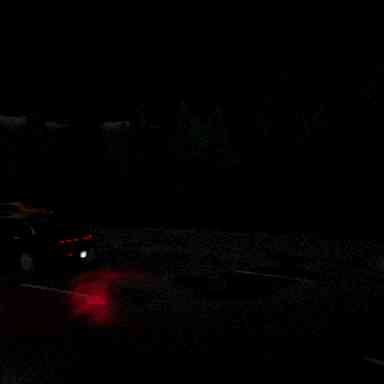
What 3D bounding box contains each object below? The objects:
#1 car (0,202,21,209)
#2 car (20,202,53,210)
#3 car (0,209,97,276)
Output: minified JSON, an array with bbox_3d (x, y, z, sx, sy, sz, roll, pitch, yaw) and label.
[{"bbox_3d":[-11.076,1.374,15.749,4.902,1.511,2.128,0,0,14],"label":"car"},{"bbox_3d":[-10.459,1.336,19.189,5.008,1.535,1.882,0,0,14],"label":"car"},{"bbox_3d":[-5.198,1.432,10.000,4.892,1.490,1.837,1,0,22],"label":"car"}]
